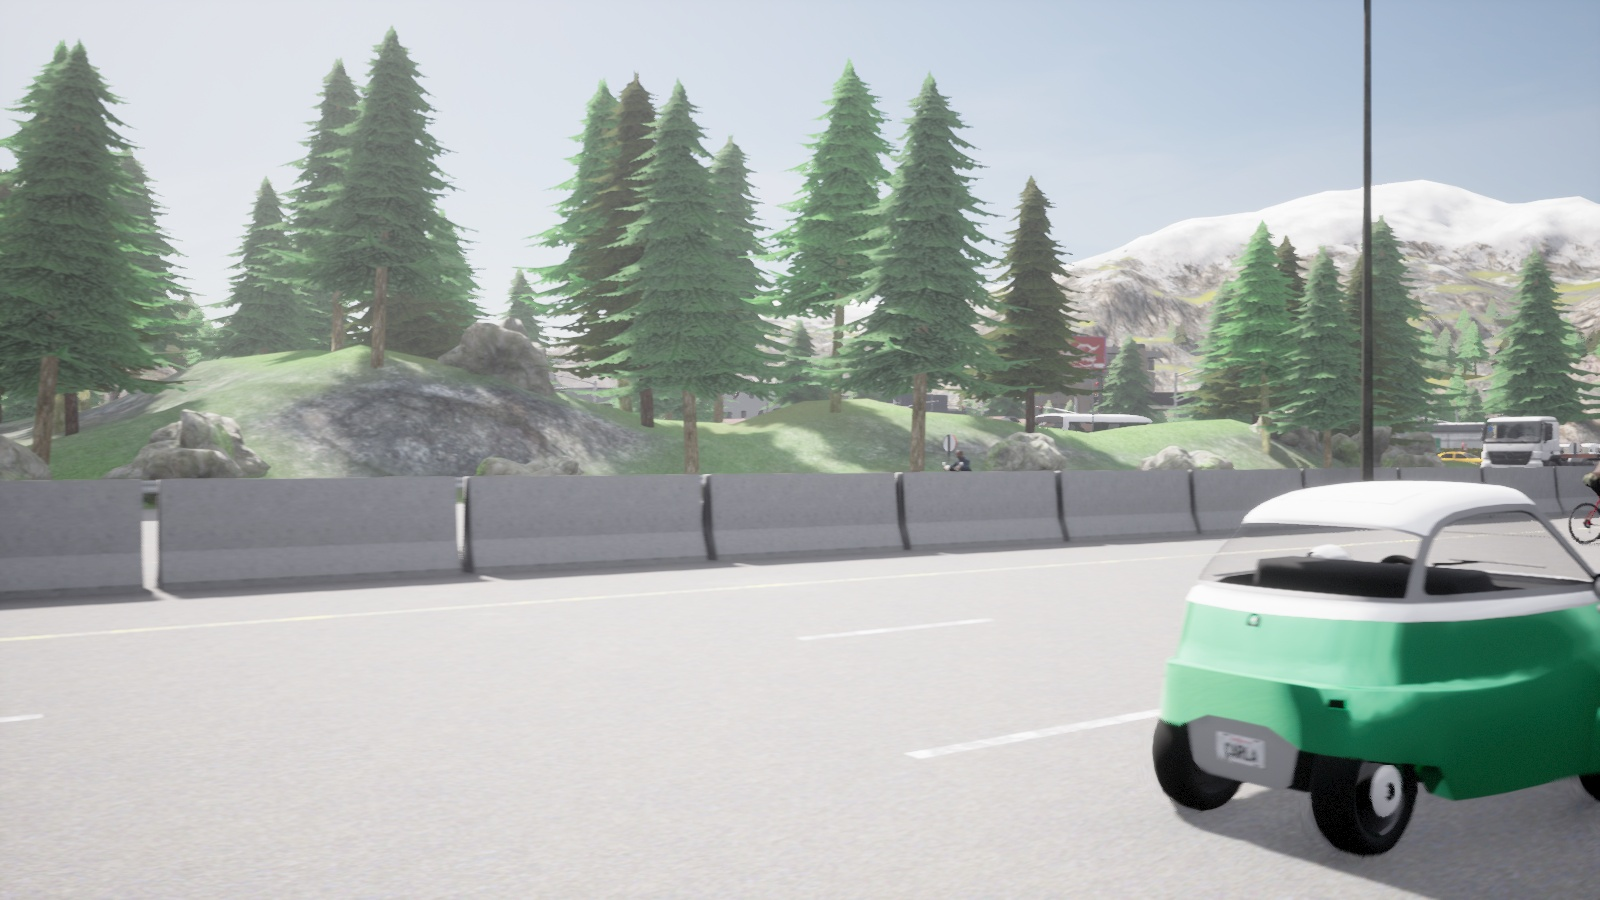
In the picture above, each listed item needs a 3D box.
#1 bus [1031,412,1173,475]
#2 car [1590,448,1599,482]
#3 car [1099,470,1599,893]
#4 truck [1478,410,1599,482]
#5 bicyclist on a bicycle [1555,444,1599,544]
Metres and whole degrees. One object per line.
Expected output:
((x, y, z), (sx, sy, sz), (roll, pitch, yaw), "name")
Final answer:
((21.543, -0.478, 89.361), (10.273, 4.253, 3.944), (0, 0, -35), "bus")
((41.252, 0.724, 62.005), (4.856, 1.649, 2.033), (0, 0, -35), "car")
((2.637, 0.805, 5.490), (2.207, 1.376, 1.481), (-1, 0, -35), "car")
((38.091, -0.176, 64.077), (7.936, 3.462, 2.891), (0, 0, -35), "truck")
((13.487, 0.715, 20.835), (1.656, 1.620, 0.582), (1, 0, -9), "bicyclist on a bicycle")
